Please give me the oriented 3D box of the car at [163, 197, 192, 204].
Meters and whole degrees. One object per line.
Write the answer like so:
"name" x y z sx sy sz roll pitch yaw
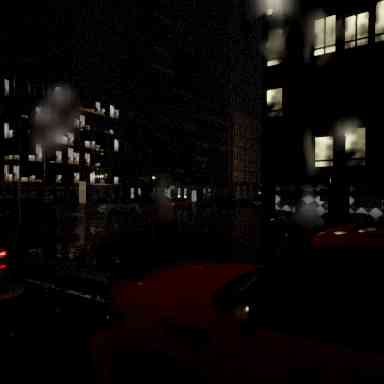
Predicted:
"car" -1.908 1.499 43.353 2.097 1.767 4.553 1 0 37

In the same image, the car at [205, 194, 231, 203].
"car" 4.327 1.415 51.685 2.150 2.045 5.566 1 0 37

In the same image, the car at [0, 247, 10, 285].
"car" -6.232 1.526 8.106 4.674 1.442 1.812 0 0 35

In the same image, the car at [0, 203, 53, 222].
"car" -13.701 1.622 27.466 1.994 1.385 4.181 1 0 37

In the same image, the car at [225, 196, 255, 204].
"car" 7.802 1.773 51.087 2.033 1.411 5.357 1 0 38

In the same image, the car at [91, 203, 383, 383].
"car" 1.673 1.221 2.492 5.566 2.045 2.150 0 0 35

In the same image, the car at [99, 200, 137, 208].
"car" -7.783 1.628 35.458 1.812 1.442 4.674 1 0 37
